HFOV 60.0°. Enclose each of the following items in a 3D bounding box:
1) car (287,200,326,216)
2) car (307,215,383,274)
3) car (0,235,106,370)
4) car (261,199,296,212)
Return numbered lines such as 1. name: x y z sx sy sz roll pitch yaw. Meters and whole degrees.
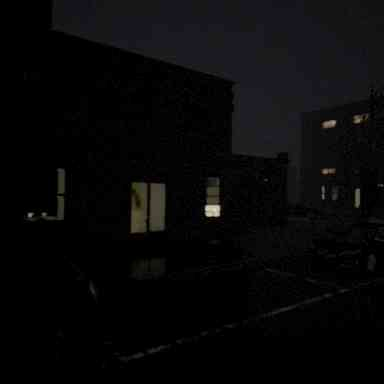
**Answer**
1. car: 9.996 1.590 30.405 1.887 1.381 4.507 1 -1 -35
2. car: 5.487 1.542 10.456 4.403 1.369 2.008 0 1 -35
3. car: -3.315 1.441 4.175 4.097 1.590 1.967 0 1 -35
4. car: 11.287 1.725 43.634 1.967 1.590 4.097 1 -1 -35
